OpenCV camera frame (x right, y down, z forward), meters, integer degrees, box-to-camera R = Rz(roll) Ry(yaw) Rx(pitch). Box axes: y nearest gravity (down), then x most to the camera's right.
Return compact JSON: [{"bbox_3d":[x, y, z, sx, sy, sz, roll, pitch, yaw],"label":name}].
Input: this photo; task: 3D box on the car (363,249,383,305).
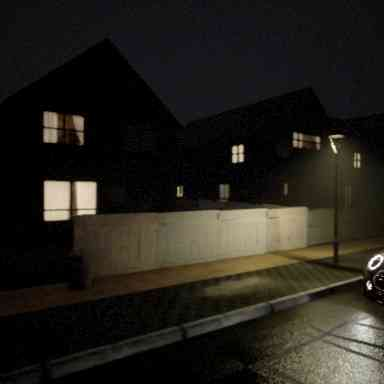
[{"bbox_3d":[5.658,1.413,7.095,4.553,1.767,2.097,0,0,-35],"label":"car"}]
